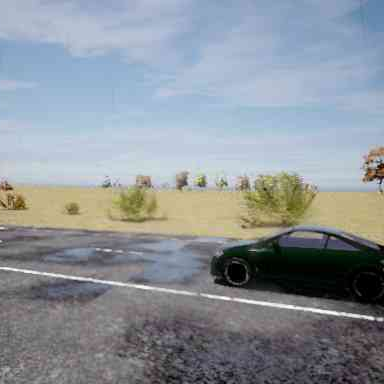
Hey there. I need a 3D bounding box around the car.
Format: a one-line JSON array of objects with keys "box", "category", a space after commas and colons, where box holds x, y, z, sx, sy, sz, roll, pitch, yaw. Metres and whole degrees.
[{"box": [2.549, 1.491, 7.906, 4.181, 1.385, 1.994, 0, 0, 24], "category": "car"}]
